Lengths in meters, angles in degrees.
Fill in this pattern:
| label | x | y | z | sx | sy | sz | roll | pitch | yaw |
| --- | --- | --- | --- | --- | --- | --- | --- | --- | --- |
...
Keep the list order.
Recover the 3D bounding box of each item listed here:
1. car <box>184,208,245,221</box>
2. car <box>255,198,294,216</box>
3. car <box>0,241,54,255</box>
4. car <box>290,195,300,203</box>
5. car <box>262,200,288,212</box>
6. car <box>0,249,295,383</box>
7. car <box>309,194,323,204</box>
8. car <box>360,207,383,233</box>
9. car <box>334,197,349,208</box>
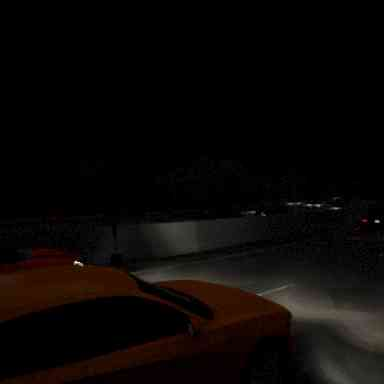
| label | x | y | z | sx | sy | sz | roll | pitch | yaw |
| --- | --- | --- | --- | --- | --- | --- | --- | --- | --- |
| car | 1.381 | 1.608 | 19.251 | 4.181 | 1.385 | 1.994 | 0 | 0 | -44 |
| car | 7.702 | 1.604 | 31.466 | 1.812 | 1.442 | 4.674 | 0 | 0 | 37 |
| car | -3.926 | 1.371 | 5.468 | 4.553 | 1.767 | 2.097 | 0 | 0 | -36 |
| car | 24.129 | 1.629 | 78.152 | 2.097 | 1.767 | 4.553 | -1 | 0 | 16 |
| car | 10.463 | 1.689 | 41.708 | 1.994 | 1.385 | 4.181 | 0 | 0 | 31 |
| car | -1.079 | 1.486 | 3.185 | 5.008 | 1.535 | 1.882 | 0 | 0 | -36 |
| car | 24.709 | 1.685 | 67.356 | 1.882 | 1.535 | 5.008 | -1 | 0 | 16 |
| car | 11.158 | 1.562 | 18.881 | 2.033 | 1.411 | 5.357 | 0 | 0 | 42 |
| car | 23.342 | 1.612 | 51.921 | 2.128 | 1.511 | 4.902 | 0 | 0 | 22 |
